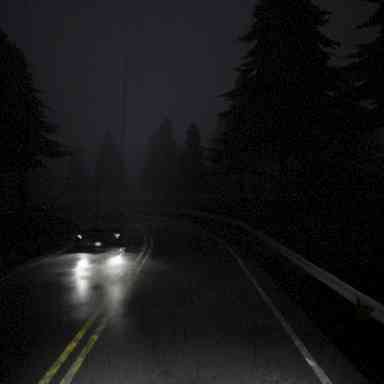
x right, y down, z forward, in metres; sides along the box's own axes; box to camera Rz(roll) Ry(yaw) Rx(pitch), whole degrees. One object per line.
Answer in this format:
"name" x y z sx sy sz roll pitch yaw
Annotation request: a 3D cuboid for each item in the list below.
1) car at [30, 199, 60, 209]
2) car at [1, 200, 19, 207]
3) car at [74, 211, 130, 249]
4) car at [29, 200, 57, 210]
"car" -25.394 2.029 57.669 2.033 1.411 5.357 1 2 10
"car" -28.090 2.020 50.915 2.097 1.767 4.553 -1 1 -10
"car" -3.780 1.551 14.894 2.033 1.411 5.357 -1 0 -7
"car" -18.743 1.966 40.998 5.357 1.411 2.033 -3 2 39
